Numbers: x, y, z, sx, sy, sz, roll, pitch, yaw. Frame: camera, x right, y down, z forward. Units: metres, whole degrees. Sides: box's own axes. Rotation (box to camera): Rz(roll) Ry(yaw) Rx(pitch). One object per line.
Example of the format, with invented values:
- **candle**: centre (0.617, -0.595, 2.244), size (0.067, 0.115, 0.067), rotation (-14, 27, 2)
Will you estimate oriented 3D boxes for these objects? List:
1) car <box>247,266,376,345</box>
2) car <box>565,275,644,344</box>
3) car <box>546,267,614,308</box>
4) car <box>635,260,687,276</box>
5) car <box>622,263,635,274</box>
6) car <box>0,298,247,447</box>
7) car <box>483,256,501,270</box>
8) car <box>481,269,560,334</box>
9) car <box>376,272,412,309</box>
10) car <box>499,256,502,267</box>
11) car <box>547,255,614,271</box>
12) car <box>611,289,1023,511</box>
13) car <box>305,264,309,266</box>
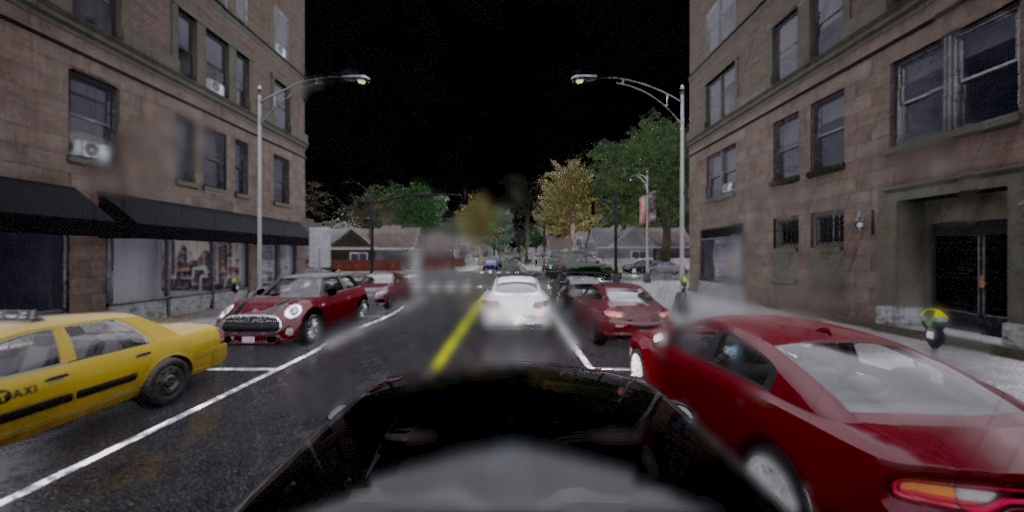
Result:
- **car**: centre (-5.370, 1.184, 9.314), size (1.967, 1.591, 4.097), rotation (0, 0, 0)
- **car**: centre (2.656, 1.326, 9.296), size (1.802, 1.307, 4.207), rotation (0, 0, 0)
- **car**: centre (2.670, 1.306, 14.814), size (1.948, 1.339, 4.313), rotation (0, 0, 0)
- **car**: centre (14.562, 1.194, 34.504), size (4.181, 1.385, 1.994), rotation (0, 0, 0)
- **car**: centre (14.066, 1.134, 37.746), size (4.892, 1.490, 1.837), rotation (0, 0, 1)
- **car**: centre (-5.384, 1.274, 3.625), size (1.751, 1.417, 4.829), rotation (0, 0, 0)
- **car**: centre (-2.957, 1.210, 50.621), size (1.882, 1.535, 5.008), rotation (0, 0, 0)
- **car**: centre (0.123, 1.269, 10.457), size (1.812, 1.442, 4.674), rotation (0, 0, 0)
- **car**: centre (-5.356, 1.321, 14.833), size (1.802, 1.307, 4.207), rotation (0, 0, 0)
- **car**: centre (-2.895, 0.957, 60.858), size (2.150, 2.045, 5.566), rotation (0, 0, 0)
- **car**: centre (5.244, 0.916, 27.360), size (5.566, 2.045, 2.150), rotation (-1, -1, -27)
- **car**: centre (2.642, 1.293, 3.778), size (1.888, 1.381, 4.507), rotation (0, 0, 0)
- **car**: centre (-17.234, 1.387, 31.151), size (4.181, 1.385, 1.994), rotation (0, 0, 0)
